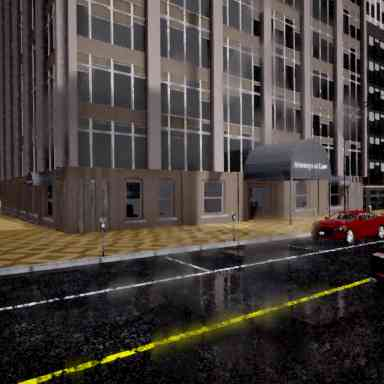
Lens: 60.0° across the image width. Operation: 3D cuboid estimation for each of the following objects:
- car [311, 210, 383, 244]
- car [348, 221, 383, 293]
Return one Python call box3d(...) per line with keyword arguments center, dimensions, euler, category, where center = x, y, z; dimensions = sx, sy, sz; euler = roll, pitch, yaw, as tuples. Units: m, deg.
box3d(center=(7.474, 1.542, 15.764), dimensions=(4.507, 1.381, 1.887), euler=(0, -1, -35), category="car")
box3d(center=(5.941, 1.489, 7.550), dimensions=(4.902, 1.511, 2.128), euler=(0, 0, -36), category="car")
